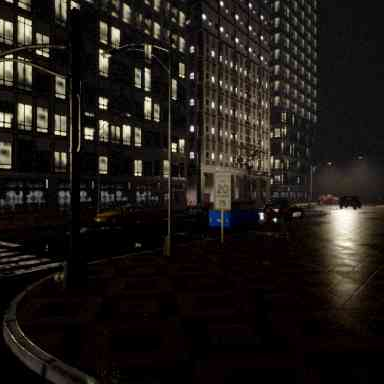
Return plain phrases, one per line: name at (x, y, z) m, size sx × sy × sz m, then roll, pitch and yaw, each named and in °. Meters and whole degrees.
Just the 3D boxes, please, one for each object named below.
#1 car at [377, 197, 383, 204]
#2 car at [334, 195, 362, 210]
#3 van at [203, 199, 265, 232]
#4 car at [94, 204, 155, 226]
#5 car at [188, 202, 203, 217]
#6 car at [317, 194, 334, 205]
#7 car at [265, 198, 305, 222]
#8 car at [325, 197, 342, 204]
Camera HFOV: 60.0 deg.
car at (38.164, 1.659, 66.536) m, size 1.947 × 1.339 × 4.313 m, roll 0°, pitch 0°, yaw 38°
car at (21.195, 1.369, 44.494) m, size 2.192 × 1.841 × 5.009 m, roll 0°, pitch 0°, yaw 38°
van at (2.656, 1.368, 20.230) m, size 1.690 × 1.788 × 3.998 m, roll 0°, pitch 0°, yaw 38°
car at (-4.734, 1.540, 23.944) m, size 1.752 × 1.417 × 4.829 m, roll 0°, pitch 0°, yaw 38°
car at (1.375, 1.604, 31.667) m, size 1.802 × 1.307 × 4.206 m, roll 0°, pitch 0°, yaw 38°
car at (25.133, 1.381, 62.528) m, size 2.192 × 1.841 × 5.009 m, roll 0°, pitch 0°, yaw 38°
car at (7.619, 1.473, 26.859) m, size 1.967 × 1.590 × 4.097 m, roll 0°, pitch 0°, yaw 38°
car at (28.527, 1.625, 66.936) m, size 2.008 × 1.369 × 4.403 m, roll 0°, pitch 0°, yaw 38°
